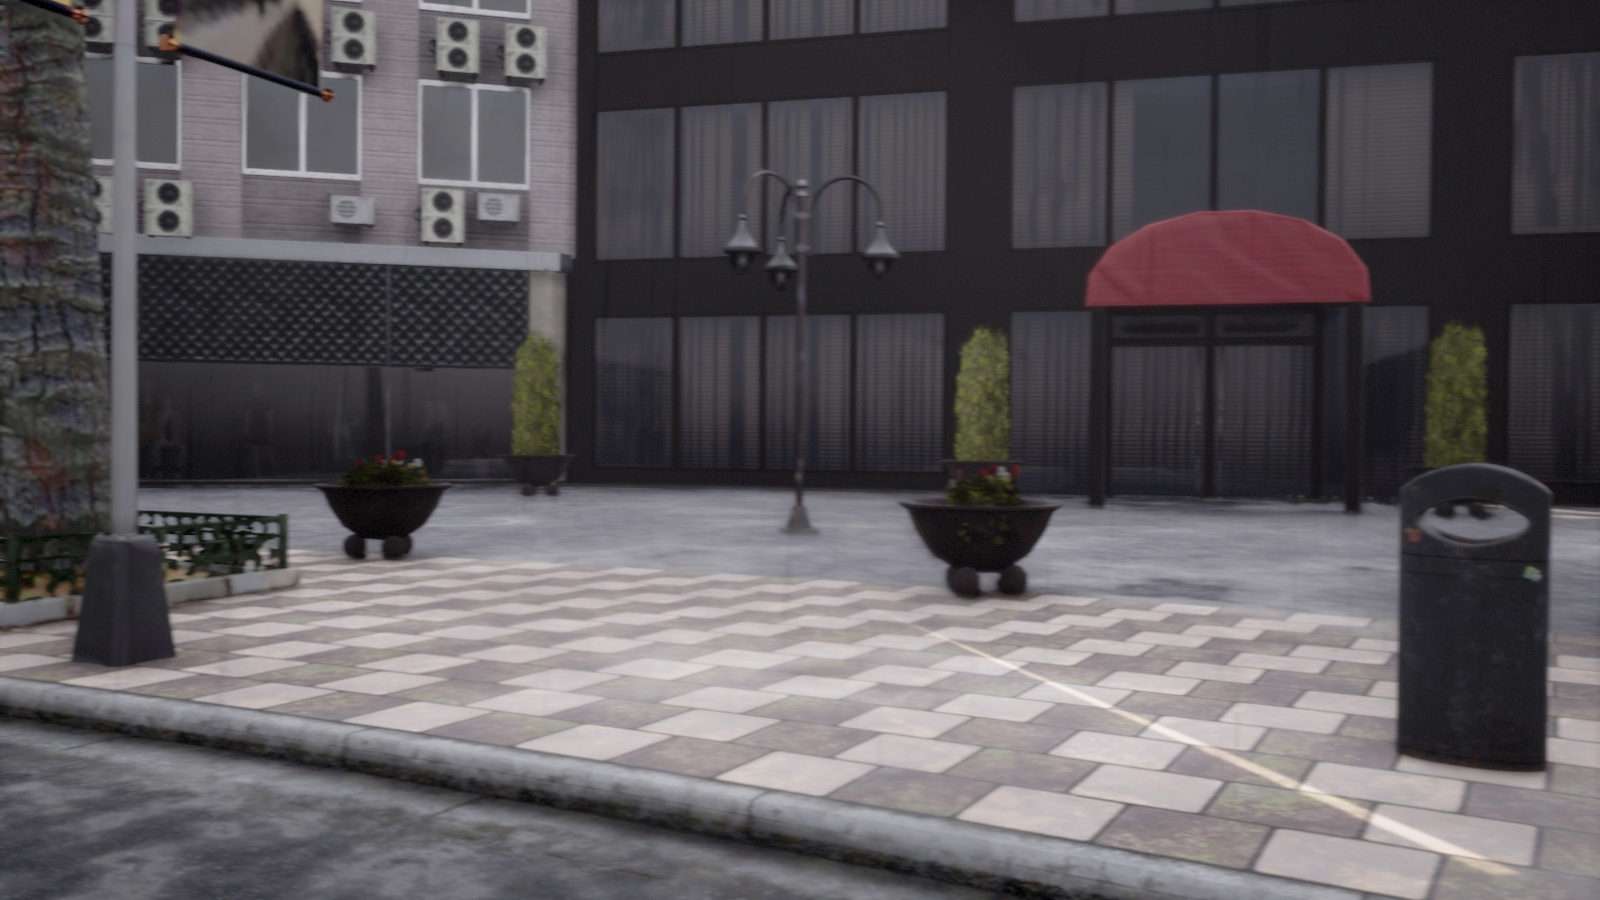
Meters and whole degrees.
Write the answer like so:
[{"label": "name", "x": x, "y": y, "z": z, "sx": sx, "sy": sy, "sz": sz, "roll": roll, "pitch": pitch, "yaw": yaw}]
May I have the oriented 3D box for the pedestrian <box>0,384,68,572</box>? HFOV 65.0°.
[{"label": "pedestrian", "x": -8.274, "y": 0.272, "z": 12.918, "sx": 0.900, "sy": 1.855, "sz": 0.874, "roll": 0, "pitch": 1, "yaw": 10}]
